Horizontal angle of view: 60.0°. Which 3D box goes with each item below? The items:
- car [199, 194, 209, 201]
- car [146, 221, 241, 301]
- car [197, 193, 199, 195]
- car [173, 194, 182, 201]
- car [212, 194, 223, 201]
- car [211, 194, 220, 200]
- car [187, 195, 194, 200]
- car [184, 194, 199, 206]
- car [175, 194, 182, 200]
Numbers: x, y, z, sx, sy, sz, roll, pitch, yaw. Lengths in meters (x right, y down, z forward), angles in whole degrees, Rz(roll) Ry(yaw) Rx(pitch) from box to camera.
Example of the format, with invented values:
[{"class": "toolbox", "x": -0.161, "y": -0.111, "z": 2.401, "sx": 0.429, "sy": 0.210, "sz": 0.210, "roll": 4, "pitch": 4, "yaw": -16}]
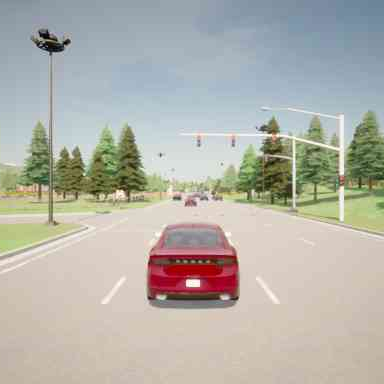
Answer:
[{"class": "car", "x": 3.183, "y": 1.515, "z": 84.063, "sx": 1.812, "sy": 1.442, "sz": 4.674, "roll": 0, "pitch": 0, "yaw": 0}, {"class": "car", "x": 0.031, "y": 1.478, "z": 8.418, "sx": 1.882, "sy": 1.535, "sz": 5.008, "roll": 0, "pitch": 0, "yaw": 0}, {"class": "car", "x": 3.145, "y": 1.356, "z": 94.066, "sx": 2.128, "sy": 1.511, "sz": 4.902, "roll": 0, "pitch": 0, "yaw": 0}, {"class": "car", "x": -3.816, "y": 1.468, "z": 83.620, "sx": 1.882, "sy": 1.535, "sz": 5.008, "roll": 0, "pitch": 0, "yaw": 0}, {"class": "car", "x": 6.684, "y": 1.516, "z": 83.660, "sx": 2.128, "sy": 1.511, "sz": 4.902, "roll": 0, "pitch": 0, "yaw": 0}, {"class": "car", "x": 6.645, "y": 1.371, "z": 94.080, "sx": 2.033, "sy": 1.411, "sz": 5.357, "roll": 0, "pitch": 0, "yaw": 0}, {"class": "car", "x": -0.355, "y": 1.426, "z": 94.083, "sx": 1.895, "sy": 1.301, "sz": 4.718, "roll": 0, "pitch": 0, "yaw": 0}, {"class": "car", "x": -0.199, "y": 1.525, "z": 53.020, "sx": 1.812, "sy": 1.442, "sz": 4.674, "roll": 0, "pitch": 0, "yaw": 0}, {"class": "car", "x": -3.855, "y": 1.309, "z": 94.040, "sx": 1.882, "sy": 1.535, "sz": 5.008, "roll": 0, "pitch": 0, "yaw": 0}]
